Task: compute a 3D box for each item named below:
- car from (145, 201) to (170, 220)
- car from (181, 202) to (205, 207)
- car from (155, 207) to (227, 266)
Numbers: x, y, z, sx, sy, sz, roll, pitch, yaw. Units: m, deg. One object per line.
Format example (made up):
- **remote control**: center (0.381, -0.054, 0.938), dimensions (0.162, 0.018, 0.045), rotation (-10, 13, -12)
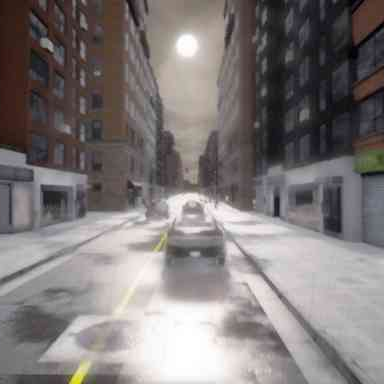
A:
- **car**: center (-2.847, 1.519, 28.590), dimensions (1.812, 1.442, 4.674), rotation (0, 0, 0)
- **car**: center (0.096, 1.520, 27.722), dimensions (1.812, 1.442, 4.674), rotation (0, 0, 0)
- **car**: center (0.092, 1.488, 11.516), dimensions (2.128, 1.511, 4.902), rotation (0, 0, 0)
